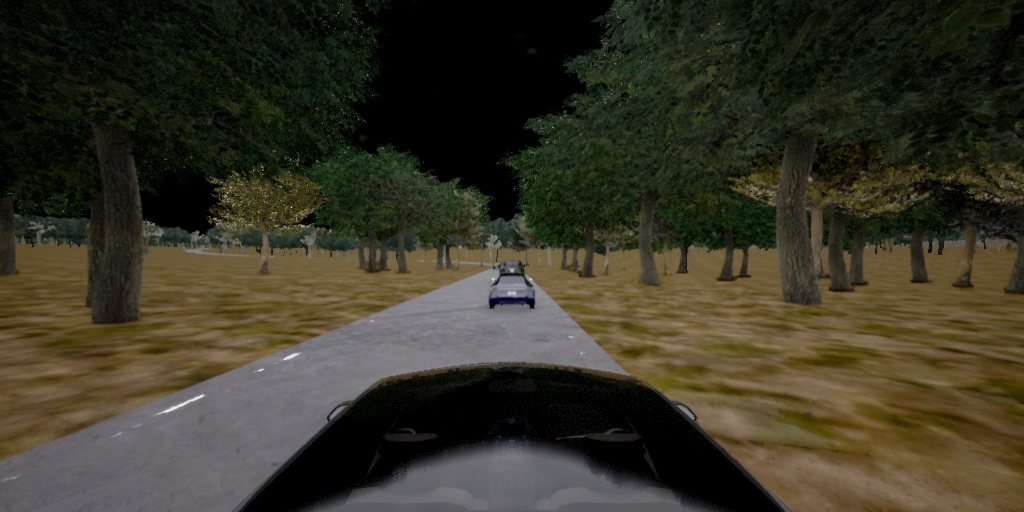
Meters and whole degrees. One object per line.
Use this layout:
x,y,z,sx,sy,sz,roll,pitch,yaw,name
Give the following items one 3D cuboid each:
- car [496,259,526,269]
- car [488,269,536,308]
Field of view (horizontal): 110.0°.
0.000,1.297,30.901,2.150,2.045,5.566,0,-1,0,car
0.003,1.462,16.128,1.994,1.385,4.181,0,-1,0,car
